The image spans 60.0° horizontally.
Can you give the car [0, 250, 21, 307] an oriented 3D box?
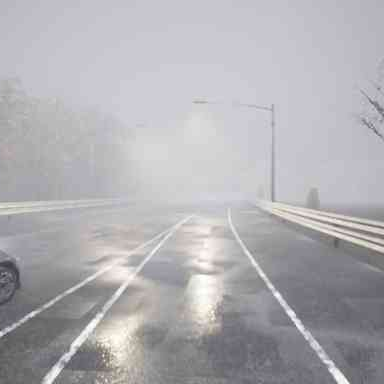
[{"bbox_3d":[-4.791,1.434,5.144,2.033,1.649,4.856,0,0,6],"label":"car"}]
